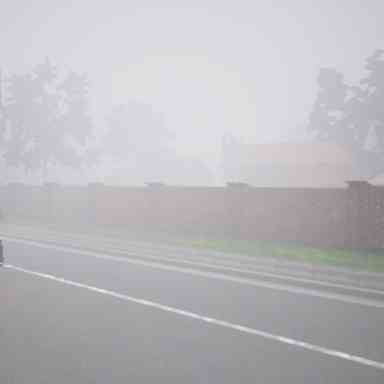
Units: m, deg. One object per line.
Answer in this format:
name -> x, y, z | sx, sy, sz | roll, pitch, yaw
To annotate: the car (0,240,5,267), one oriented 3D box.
car -> -6.927, 1.455, 8.931 | 4.902, 1.511, 2.128 | 0, 0, 35
